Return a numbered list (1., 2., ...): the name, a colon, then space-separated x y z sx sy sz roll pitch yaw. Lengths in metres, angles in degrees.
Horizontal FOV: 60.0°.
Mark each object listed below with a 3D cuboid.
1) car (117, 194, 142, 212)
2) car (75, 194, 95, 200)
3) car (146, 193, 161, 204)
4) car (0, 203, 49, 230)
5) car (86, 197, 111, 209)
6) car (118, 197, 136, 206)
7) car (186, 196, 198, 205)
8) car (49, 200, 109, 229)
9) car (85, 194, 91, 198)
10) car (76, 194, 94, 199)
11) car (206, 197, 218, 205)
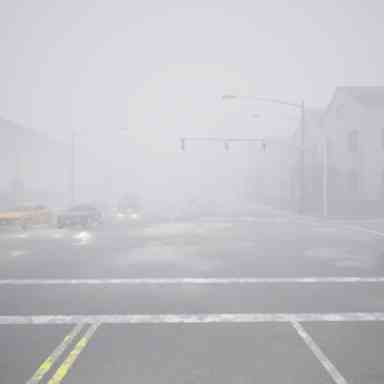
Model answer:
1. car: -7.063 1.202 38.163 2.150 2.045 5.566 0 0 0
2. car: -28.889 1.405 89.929 2.038 1.542 4.974 0 0 29
3. car: -6.999 1.191 61.123 2.150 2.045 5.566 0 0 1
4. car: -10.582 1.467 21.232 1.882 1.535 5.008 0 0 0
5. car: -10.565 1.581 37.141 1.895 1.301 4.718 0 0 0
6. car: -10.534 1.535 54.267 1.994 1.385 4.181 0 0 0
7. car: 0.053 1.460 58.814 2.128 1.511 4.902 0 0 0
8. car: -7.081 1.497 21.379 1.837 1.490 4.892 0 0 0
9. car: -28.104 1.408 84.561 2.038 1.542 4.974 0 0 -36
10. car: -28.914 1.248 89.883 1.853 1.218 4.536 0 0 29
11. car: 3.552 1.568 58.841 1.895 1.301 4.718 0 0 0
